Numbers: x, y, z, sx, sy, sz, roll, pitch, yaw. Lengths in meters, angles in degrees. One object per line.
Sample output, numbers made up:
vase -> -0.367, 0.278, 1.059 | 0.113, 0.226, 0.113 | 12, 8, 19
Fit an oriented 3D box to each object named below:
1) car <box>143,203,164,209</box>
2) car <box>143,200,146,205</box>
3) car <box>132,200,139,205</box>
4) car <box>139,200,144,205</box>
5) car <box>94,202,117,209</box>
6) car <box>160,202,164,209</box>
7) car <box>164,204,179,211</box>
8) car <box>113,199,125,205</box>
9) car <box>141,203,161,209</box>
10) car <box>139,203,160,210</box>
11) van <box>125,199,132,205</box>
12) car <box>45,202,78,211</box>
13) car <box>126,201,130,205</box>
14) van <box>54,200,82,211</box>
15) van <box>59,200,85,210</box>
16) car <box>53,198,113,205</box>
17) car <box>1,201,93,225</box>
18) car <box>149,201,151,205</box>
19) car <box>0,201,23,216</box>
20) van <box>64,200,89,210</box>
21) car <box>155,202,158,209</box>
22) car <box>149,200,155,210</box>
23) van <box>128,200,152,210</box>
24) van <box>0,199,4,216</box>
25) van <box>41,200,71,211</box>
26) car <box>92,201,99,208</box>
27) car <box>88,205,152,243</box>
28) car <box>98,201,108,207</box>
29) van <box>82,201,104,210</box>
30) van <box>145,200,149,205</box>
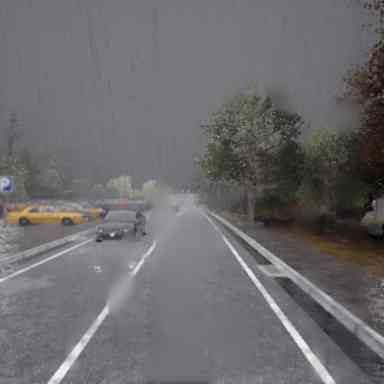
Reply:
car -> -10.137, 3.797, 87.390 | 5.366, 1.575, 1.946 | 0, -3, 0
car -> -10.335, 2.488, 54.122 | 4.674, 1.452, 2.002 | 0, -2, 0
car -> -10.340, 2.214, 45.798 | 5.008, 1.535, 2.097 | 0, -2, 0
car -> -10.303, 2.400, 51.346 | 4.792, 1.488, 2.163 | 0, -2, 0
car -> -23.374, 3.676, 90.269 | 5.566, 2.045, 2.435 | 0, -3, 0
car -> -10.140, 3.429, 79.070 | 5.366, 1.575, 1.946 | 0, -3, 0
car -> -3.311, 2.706, 57.682 | 1.895, 1.301, 4.718 | 0, -2, 1
car -> -10.310, 1.651, 34.705 | 5.566, 2.045, 2.435 | 0, -2, 0
car -> -10.330, 3.679, 84.616 | 4.892, 1.521, 2.231 | 0, -3, 0
car -> -10.318, 3.556, 81.843 | 4.892, 1.521, 2.231 | 0, -3, 0
van -> -10.452, 1.911, 43.029 | 4.442, 1.987, 1.878 | 0, -2, 0
car -> -23.416, 2.608, 59.833 | 5.008, 1.535, 2.097 | 0, -2, 0
car -> -10.339, 2.098, 40.247 | 4.674, 1.452, 2.002 | 0, -2, 0
van -> -23.293, 2.472, 62.460 | 4.442, 1.987, 1.878 | 0, -2, 0
van -> -23.526, 2.600, 65.360 | 4.442, 1.987, 1.878 | 0, -3, 0
car -> -10.370, 1.702, 31.931 | 4.553, 1.767, 2.185 | 0, -2, 0
car -> -10.156, 1.637, 23.612 | 5.366, 1.575, 1.946 | 0, -1, 0
car -> -10.360, 2.634, 59.679 | 4.792, 1.488, 2.163 | 0, -2, 0
car -> -23.385, 1.938, 40.453 | 4.553, 1.767, 2.185 | 0, -2, 0
van -> -23.525, 2.717, 68.002 | 4.442, 1.987, 1.878 | 0, -3, 0
car -> -10.322, 3.064, 70.749 | 5.008, 1.535, 2.097 | 0, -3, 0
car -> -10.358, 2.446, 62.440 | 5.566, 2.045, 2.435 | 0, -3, 0
van -> -10.213, 2.594, 65.212 | 4.442, 1.987, 1.878 | 0, -3, 0
van -> -23.534, 1.760, 37.687 | 4.442, 1.987, 1.878 | 0, -2, 0
van -> -23.295, 2.305, 57.070 | 4.442, 1.987, 1.878 | 0, -2, 0
car -> -10.346, 1.695, 26.380 | 4.892, 1.521, 2.231 | 0, -1, 0
car -> -3.353, 1.584, 16.411 | 1.837, 1.490, 4.892 | 0, -1, 0
car -> -10.346, 1.756, 29.151 | 5.008, 1.535, 2.097 | 0, -1, 0
van -> -23.522, 3.206, 79.072 | 4.442, 1.987, 1.878 | 0, -3, 0
van -> -10.215, 2.301, 56.905 | 4.442, 1.987, 1.878 | 0, -2, 0
